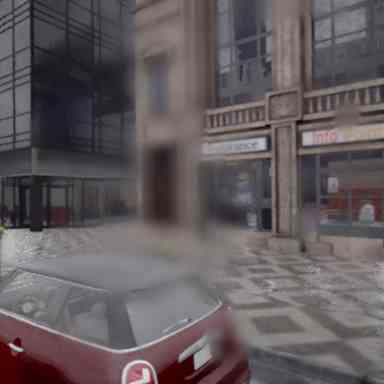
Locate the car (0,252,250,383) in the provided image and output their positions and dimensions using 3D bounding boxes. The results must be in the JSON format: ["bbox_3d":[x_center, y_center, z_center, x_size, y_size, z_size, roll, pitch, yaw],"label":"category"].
[{"bbox_3d":[-1.485,1.474,4.025,4.097,1.590,1.967,-1,-1,35],"label":"car"}]
